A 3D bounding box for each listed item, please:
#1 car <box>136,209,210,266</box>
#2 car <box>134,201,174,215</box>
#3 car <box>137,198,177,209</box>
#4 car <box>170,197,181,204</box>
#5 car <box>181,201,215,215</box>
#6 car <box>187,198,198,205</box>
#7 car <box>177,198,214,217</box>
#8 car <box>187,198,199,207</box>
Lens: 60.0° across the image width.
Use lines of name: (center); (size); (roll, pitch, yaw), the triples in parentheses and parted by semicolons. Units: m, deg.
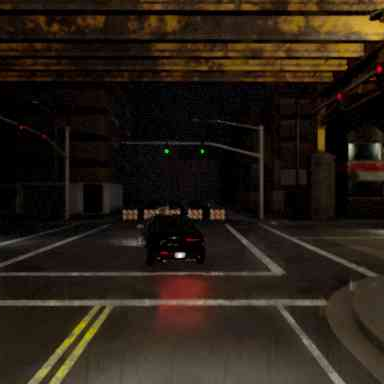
car: (-0.852, 1.586, 12.012); (1.837, 1.490, 4.892); (1, 0, -12)
car: (-3.631, 1.511, 32.521); (1.853, 1.218, 4.536); (0, 0, 25)
car: (-3.652, 1.668, 32.472); (2.038, 1.542, 4.974); (0, 0, 25)
car: (-3.299, 1.741, 67.336); (1.853, 1.218, 4.536); (0, 0, 0)
car: (0.490, 1.509, 32.216); (1.853, 1.218, 4.536); (0, 0, -20)
car: (0.134, 1.685, 58.815); (1.853, 1.218, 4.536); (0, 0, 0)
car: (0.508, 1.666, 32.166); (2.038, 1.542, 4.974); (0, 0, -20)
car: (0.134, 1.842, 58.762); (2.038, 1.542, 4.974); (0, 0, 0)
